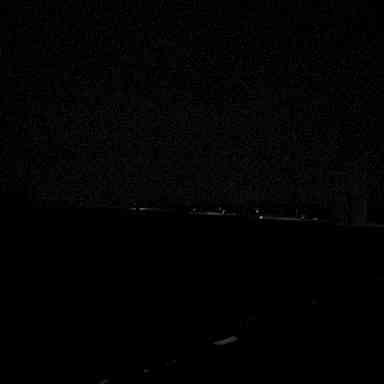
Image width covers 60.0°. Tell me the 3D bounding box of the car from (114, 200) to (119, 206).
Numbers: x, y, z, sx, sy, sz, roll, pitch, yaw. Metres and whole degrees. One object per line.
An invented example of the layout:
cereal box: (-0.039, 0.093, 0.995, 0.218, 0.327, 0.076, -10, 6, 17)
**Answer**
car: (-13.390, 2.032, 64.270, 1.882, 1.535, 5.008, 1, -1, -36)

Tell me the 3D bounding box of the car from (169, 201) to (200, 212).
car: (-0.965, 1.836, 42.059, 1.895, 1.301, 4.718, 1, -1, -36)

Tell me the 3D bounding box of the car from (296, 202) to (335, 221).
car: (10.573, 1.564, 26.163, 2.128, 1.511, 4.902, 1, -1, -37)

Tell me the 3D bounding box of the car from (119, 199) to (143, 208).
car: (-9.703, 1.892, 54.281, 1.837, 1.490, 4.892, 1, -2, -35)

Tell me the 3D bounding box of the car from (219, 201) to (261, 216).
car: (4.845, 1.638, 34.012, 2.128, 1.511, 4.902, 1, -1, -36)
